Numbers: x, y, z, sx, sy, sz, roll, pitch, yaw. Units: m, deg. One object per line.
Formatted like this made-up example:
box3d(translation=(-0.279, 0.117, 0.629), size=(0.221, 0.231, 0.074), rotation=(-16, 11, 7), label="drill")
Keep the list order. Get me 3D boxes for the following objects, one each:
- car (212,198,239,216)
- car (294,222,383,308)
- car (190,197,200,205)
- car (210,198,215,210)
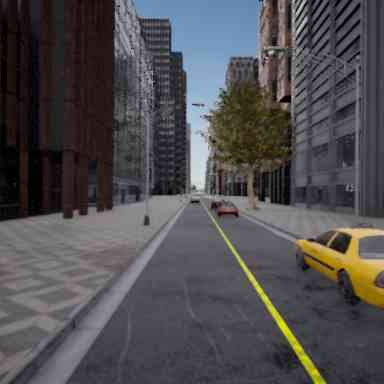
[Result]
box3d(translation=(3.367, 1.606, 32.497), size=(1.994, 1.385, 4.181), rotation=(0, 0, 1), label="car")
box3d(translation=(3.963, 1.487, 8.040), size=(1.801, 1.575, 5.366), rotation=(0, 0, 1), label="car")
box3d(translation=(0.605, 1.638, 61.614), size=(1.895, 1.301, 4.718), rotation=(0, 0, 1), label="car")
box3d(translation=(3.441, 1.527, 43.881), size=(1.882, 1.535, 5.008), rotation=(0, 0, 1), label="car")
